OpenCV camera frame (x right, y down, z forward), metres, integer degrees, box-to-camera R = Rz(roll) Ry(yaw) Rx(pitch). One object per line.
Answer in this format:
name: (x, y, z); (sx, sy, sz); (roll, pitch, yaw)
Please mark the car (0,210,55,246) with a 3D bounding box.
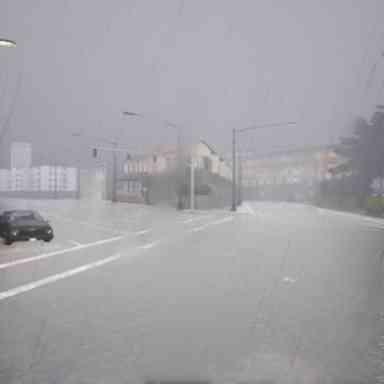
car: (-8.160, 1.580, 15.970); (2.033, 1.411, 5.357); (1, 0, -36)
